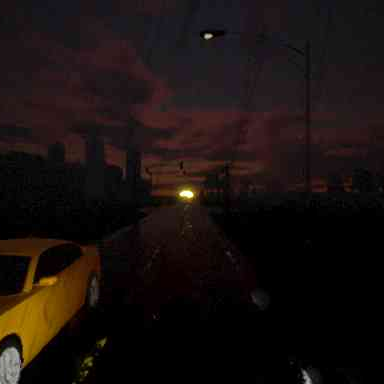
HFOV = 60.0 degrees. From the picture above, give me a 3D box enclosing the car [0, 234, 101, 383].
[{"bbox_3d":[-2.850,1.507,5.086,1.882,1.535,5.008,0,0,0],"label":"car"}]
